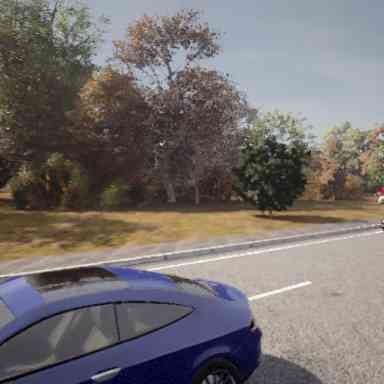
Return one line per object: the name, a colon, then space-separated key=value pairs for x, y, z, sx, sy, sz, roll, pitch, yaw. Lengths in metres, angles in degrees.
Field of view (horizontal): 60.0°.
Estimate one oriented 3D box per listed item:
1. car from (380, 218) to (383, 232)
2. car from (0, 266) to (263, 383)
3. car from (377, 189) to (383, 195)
car: x=11.131 y=1.429 z=16.188 sx=4.718 sy=1.301 sz=1.895 roll=-1 pitch=0 yaw=-36
car: x=-1.355 y=1.521 z=3.016 sx=4.674 sy=1.442 sz=1.812 roll=0 pitch=0 yaw=-35
car: x=46.502 y=-0.201 z=81.421 sx=2.150 sy=2.045 sz=5.566 roll=2 pitch=1 yaw=-20
